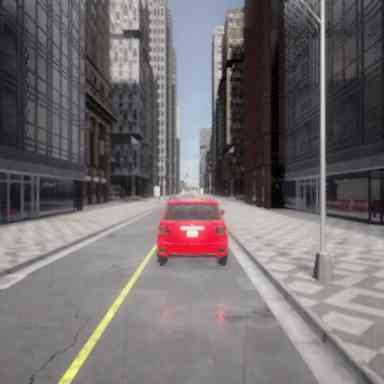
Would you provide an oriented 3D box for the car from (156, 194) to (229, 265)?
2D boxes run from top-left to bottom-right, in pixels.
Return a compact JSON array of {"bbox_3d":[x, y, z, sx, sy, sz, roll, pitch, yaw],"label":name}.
[{"bbox_3d":[0.033,1.223,11.808,2.150,2.045,5.566,0,0,0],"label":"car"}]

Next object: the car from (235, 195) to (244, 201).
[{"bbox_3d":[11.901,1.365,75.156,4.097,1.590,1.967,0,0,0],"label":"car"}]

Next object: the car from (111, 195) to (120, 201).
[{"bbox_3d":[-20.612,1.562,83.882,4.829,1.417,1.752,0,0,0],"label":"car"}]

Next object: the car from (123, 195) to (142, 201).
[{"bbox_3d":[-15.010,1.547,83.847,4.829,1.417,1.752,0,0,0],"label":"car"}]

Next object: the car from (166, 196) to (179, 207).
[{"bbox_3d":[-3.073,1.491,53.162,1.837,1.490,4.892,0,0,0],"label":"car"}]

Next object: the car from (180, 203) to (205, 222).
[{"bbox_3d":[0.040,1.598,27.304,1.895,1.301,4.718,0,0,1],"label":"car"}]
